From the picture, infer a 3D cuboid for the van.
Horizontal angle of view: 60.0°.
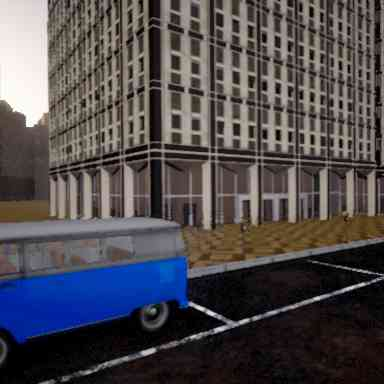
[{"bbox_3d":[-1.957,1.339,5.177,3.998,1.788,1.690,0,-1,-36],"label":"van"}]
